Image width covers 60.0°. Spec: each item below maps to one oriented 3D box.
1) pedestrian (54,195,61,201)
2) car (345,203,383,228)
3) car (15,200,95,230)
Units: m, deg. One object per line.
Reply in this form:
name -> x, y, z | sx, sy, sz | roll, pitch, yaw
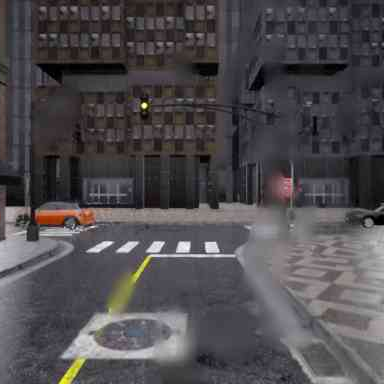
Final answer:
pedestrian -> -9.841, 1.140, 24.394 | 0.375, 1.860, 0.375 | 0, 0, 1
car -> 12.370, 1.447, 21.116 | 5.008, 1.535, 1.882 | 0, 0, 1
car -> -8.451, 1.350, 20.553 | 4.553, 1.767, 2.097 | 0, 0, 10
